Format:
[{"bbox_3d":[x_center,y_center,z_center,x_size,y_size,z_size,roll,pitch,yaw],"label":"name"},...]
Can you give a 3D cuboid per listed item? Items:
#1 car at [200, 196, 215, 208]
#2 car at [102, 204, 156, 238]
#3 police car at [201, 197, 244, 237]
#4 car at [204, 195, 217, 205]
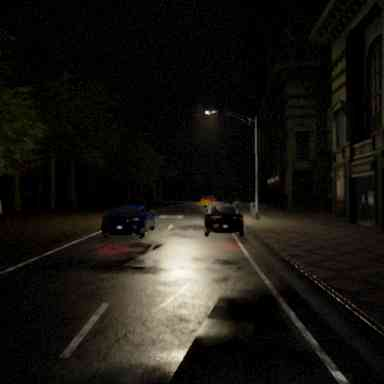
[{"bbox_3d":[2.105,1.266,43.600,1.882,1.535,5.008,0,0,6],"label":"car"},{"bbox_3d":[-3.044,1.353,16.835,1.882,1.535,5.008,0,1,2],"label":"car"},{"bbox_3d":[1.574,1.293,17.439,1.930,1.638,5.238,0,1,2],"label":"police car"},{"bbox_3d":[3.170,1.351,55.363,1.882,1.535,5.008,0,-1,7],"label":"car"}]
